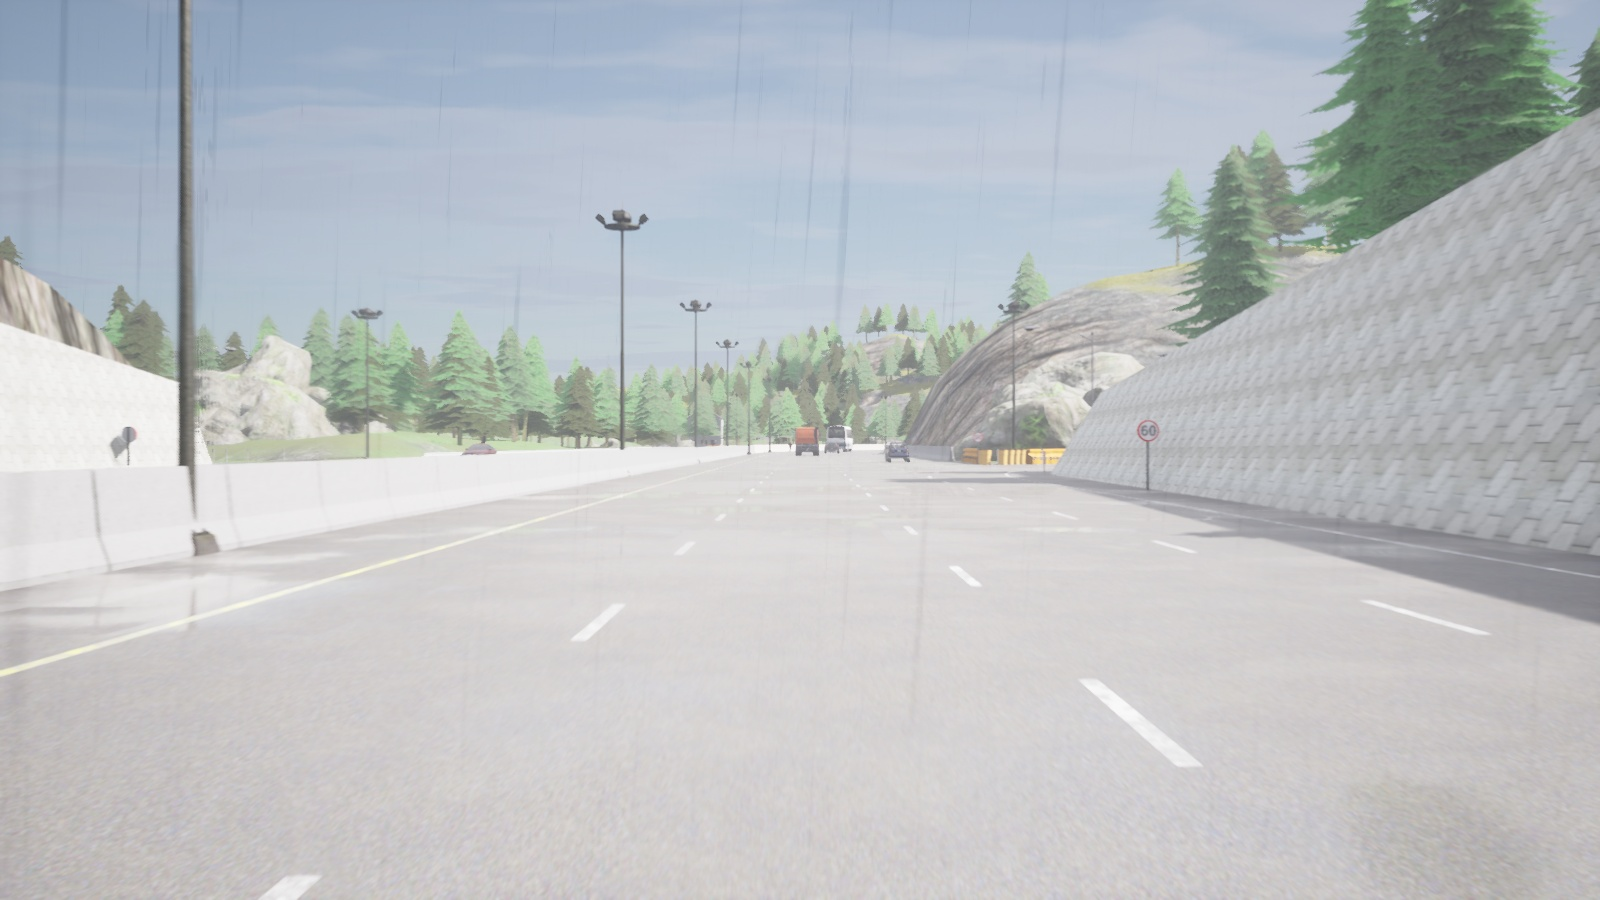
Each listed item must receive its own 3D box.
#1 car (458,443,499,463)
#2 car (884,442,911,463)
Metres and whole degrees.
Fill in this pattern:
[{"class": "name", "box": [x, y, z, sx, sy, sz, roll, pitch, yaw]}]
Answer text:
[{"class": "car", "box": [-23.953, 0.231, 93.659, 1.812, 1.442, 4.674, 0, 0, 0]}, {"class": "car", "box": [7.570, 0.186, 97.704, 1.789, 1.549, 3.705, 0, 0, 0]}]
